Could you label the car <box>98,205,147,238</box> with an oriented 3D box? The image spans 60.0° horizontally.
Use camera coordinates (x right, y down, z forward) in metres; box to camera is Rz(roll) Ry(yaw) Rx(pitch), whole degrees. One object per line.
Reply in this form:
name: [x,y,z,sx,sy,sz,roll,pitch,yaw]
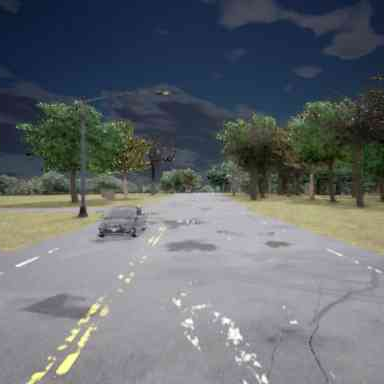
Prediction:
car: [-3.517,1.478,17.469,1.837,1.490,4.892,0,0,0]
